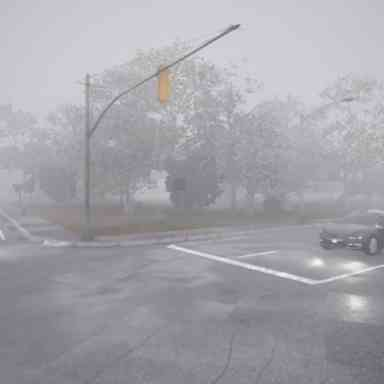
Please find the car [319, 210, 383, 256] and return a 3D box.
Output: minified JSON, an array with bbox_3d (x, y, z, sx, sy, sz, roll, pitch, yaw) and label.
[{"bbox_3d":[7.083,1.513,13.322,4.892,1.490,1.837,0,0,-35],"label":"car"}]
